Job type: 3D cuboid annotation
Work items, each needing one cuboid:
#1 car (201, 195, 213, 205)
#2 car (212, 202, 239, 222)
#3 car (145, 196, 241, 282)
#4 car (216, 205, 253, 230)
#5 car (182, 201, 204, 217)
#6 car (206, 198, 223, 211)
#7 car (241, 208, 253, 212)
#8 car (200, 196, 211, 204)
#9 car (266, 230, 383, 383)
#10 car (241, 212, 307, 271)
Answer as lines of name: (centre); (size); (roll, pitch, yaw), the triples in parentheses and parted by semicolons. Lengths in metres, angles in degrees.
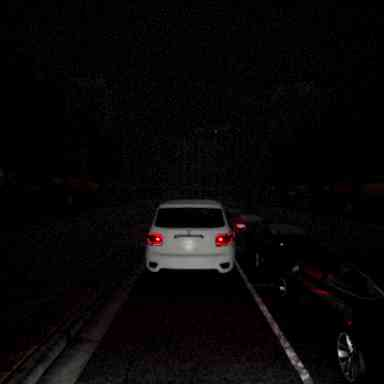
car: (2.651, 1.454, 60.118); (1.967, 1.590, 4.097); (0, 0, 0)
car: (2.648, 1.574, 27.096); (1.802, 1.307, 4.206); (0, 0, 0)
car: (0.046, 1.216, 9.955); (2.150, 2.045, 5.566); (0, 0, 3)
car: (2.648, 1.574, 21.592); (1.802, 1.307, 4.206); (1, 0, 0)
car: (0.096, 1.594, 31.645); (1.895, 1.301, 4.718); (0, 0, 0)
car: (2.755, 1.524, 42.034); (1.812, 1.442, 4.674); (0, 0, 0)
car: (2.647, 1.574, 16.089); (1.802, 1.307, 4.206); (1, 0, 0)
car: (2.651, 1.571, 65.622); (2.008, 1.369, 4.403); (0, 0, 0)
car: (2.646, 1.562, 5.082); (1.947, 1.339, 4.313); (1, 0, 0)
car: (2.647, 1.545, 10.585); (2.008, 1.369, 4.403); (1, 0, 0)
